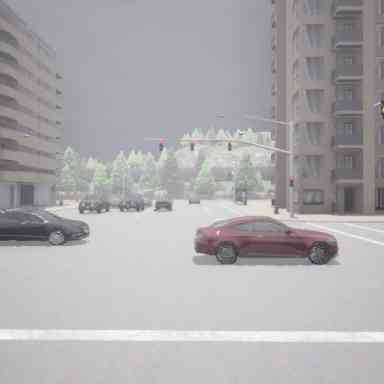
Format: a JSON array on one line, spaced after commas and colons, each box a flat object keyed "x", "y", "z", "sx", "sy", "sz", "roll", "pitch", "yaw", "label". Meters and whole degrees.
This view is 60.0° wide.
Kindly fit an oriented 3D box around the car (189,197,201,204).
[{"x": 0.476, "y": 1.557, "z": 61.497, "sx": 1.994, "sy": 1.385, "sz": 4.181, "roll": 0, "pitch": 0, "yaw": 5, "label": "car"}]

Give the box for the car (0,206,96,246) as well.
[{"x": -7.039, "y": 1.503, "z": 14.643, "sx": 4.892, "sy": 1.490, "sz": 1.837, "roll": 0, "pitch": 0, "yaw": 1, "label": "car"}]

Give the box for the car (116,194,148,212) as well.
[{"x": -7.009, "y": 1.217, "z": 39.418, "sx": 2.150, "sy": 2.045, "sz": 5.566, "roll": 0, "pitch": 0, "yaw": 0, "label": "car"}]

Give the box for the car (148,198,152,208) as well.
[{"x": -6.974, "y": 1.520, "z": 48.947, "sx": 1.812, "sy": 1.442, "sz": 4.674, "roll": 0, "pitch": 0, "yaw": 0, "label": "car"}]

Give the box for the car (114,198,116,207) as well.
[{"x": -10.489, "y": 1.520, "z": 45.817, "sx": 1.812, "sy": 1.442, "sz": 4.674, "roll": 0, "pitch": 0, "yaw": 0, "label": "car"}]

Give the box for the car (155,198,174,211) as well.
[{"x": -3.373, "y": 1.499, "z": 40.695, "sx": 1.837, "sy": 1.490, "sz": 4.892, "roll": 0, "pitch": 0, "yaw": 1, "label": "car"}]

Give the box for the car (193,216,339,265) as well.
[{"x": 2.356, "y": 1.524, "z": 11.027, "sx": 4.674, "sy": 1.442, "sz": 1.812, "roll": 0, "pitch": 0, "yaw": 1, "label": "car"}]

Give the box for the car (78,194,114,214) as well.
[{"x": -10.517, "y": 1.217, "z": 36.213, "sx": 2.150, "sy": 2.045, "sz": 5.566, "roll": 0, "pitch": 0, "yaw": 0, "label": "car"}]
